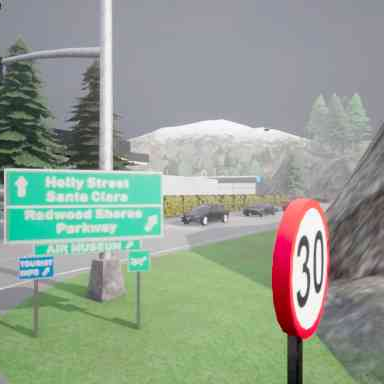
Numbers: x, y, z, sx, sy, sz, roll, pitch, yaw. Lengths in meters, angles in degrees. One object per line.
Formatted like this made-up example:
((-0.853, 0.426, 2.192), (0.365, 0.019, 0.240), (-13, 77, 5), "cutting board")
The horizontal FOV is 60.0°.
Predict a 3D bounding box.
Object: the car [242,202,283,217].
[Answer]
((7.169, 1.739, 34.222), (2.033, 1.411, 5.357), (0, 0, 36), "car")

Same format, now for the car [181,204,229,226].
((1.112, 1.696, 25.903), (1.837, 1.490, 4.892), (0, 0, 36), "car")

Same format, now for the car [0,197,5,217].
((-12.314, 1.504, 26.023), (1.905, 1.878, 3.866), (0, 0, 35), "car")

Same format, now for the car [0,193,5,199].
((-38.508, 1.489, 69.971), (4.514, 1.523, 2.007), (0, 0, 35), "car")

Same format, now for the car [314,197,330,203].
((28.344, 1.787, 74.860), (1.895, 1.301, 4.718), (0, 0, -42), "car")

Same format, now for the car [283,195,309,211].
((13.466, 1.413, 42.792), (2.150, 2.045, 5.566), (0, 0, 36), "car")
